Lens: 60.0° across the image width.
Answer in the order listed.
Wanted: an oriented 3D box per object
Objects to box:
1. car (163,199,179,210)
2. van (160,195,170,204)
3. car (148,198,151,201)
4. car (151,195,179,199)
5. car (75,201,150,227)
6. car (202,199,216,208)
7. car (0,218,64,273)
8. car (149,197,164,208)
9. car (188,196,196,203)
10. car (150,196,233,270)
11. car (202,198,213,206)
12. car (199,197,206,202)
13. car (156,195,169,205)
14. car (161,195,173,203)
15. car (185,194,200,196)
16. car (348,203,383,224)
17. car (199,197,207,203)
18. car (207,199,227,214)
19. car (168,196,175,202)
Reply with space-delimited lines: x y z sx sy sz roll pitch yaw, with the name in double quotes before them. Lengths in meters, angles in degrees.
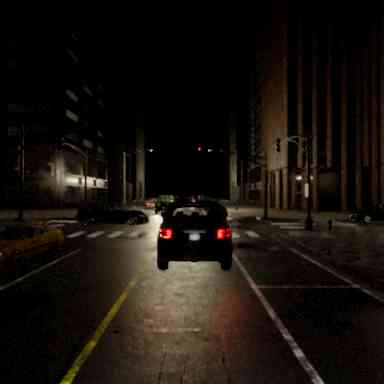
"car" -3.029 1.775 48.720 1.994 1.385 4.181 0 0 1
"van" -5.757 1.658 71.456 1.690 1.788 3.998 0 0 0
"car" -5.758 1.653 49.019 1.967 1.590 4.097 0 0 0
"car" -3.070 1.389 38.849 2.150 2.045 5.566 0 0 0
"car" -5.419 1.572 22.773 4.902 1.511 2.128 0 0 0
"car" 2.767 1.788 54.646 2.008 1.369 4.403 0 0 0
"car" -5.760 1.572 10.856 1.752 1.417 4.829 0 0 0
"car" -5.758 1.678 54.629 1.967 1.590 4.097 0 0 0
"car" 0.004 1.722 78.497 2.033 1.411 5.357 0 0 0
"car" 0.080 1.270 11.323 2.150 2.045 5.566 0 0 0
"car" 2.767 1.829 60.255 1.947 1.339 4.313 0 0 0
"car" 2.768 1.966 88.300 1.947 1.339 4.313 0 0 0
"car" -5.757 1.605 65.848 2.192 1.841 5.009 0 0 0
"car" -5.757 1.659 77.067 2.192 1.841 5.009 0 0 0
"car" 0.003 1.796 68.079 2.128 1.511 4.902 0 0 0
"car" 14.805 1.676 26.097 4.892 1.490 1.837 0 0 0
"car" 2.768 1.938 82.690 1.947 1.339 4.313 0 0 0
"car" 2.766 1.602 37.820 1.967 1.590 4.097 0 0 0
"car" -5.757 1.870 93.894 1.967 1.590 4.097 0 0 0
